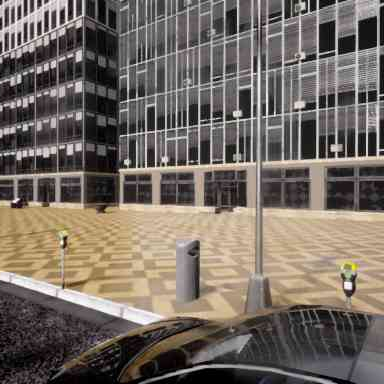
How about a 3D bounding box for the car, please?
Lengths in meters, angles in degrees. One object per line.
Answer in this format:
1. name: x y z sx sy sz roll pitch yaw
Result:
1. car: 0.735 1.566 2.345 4.313 1.339 1.947 0 0 35
